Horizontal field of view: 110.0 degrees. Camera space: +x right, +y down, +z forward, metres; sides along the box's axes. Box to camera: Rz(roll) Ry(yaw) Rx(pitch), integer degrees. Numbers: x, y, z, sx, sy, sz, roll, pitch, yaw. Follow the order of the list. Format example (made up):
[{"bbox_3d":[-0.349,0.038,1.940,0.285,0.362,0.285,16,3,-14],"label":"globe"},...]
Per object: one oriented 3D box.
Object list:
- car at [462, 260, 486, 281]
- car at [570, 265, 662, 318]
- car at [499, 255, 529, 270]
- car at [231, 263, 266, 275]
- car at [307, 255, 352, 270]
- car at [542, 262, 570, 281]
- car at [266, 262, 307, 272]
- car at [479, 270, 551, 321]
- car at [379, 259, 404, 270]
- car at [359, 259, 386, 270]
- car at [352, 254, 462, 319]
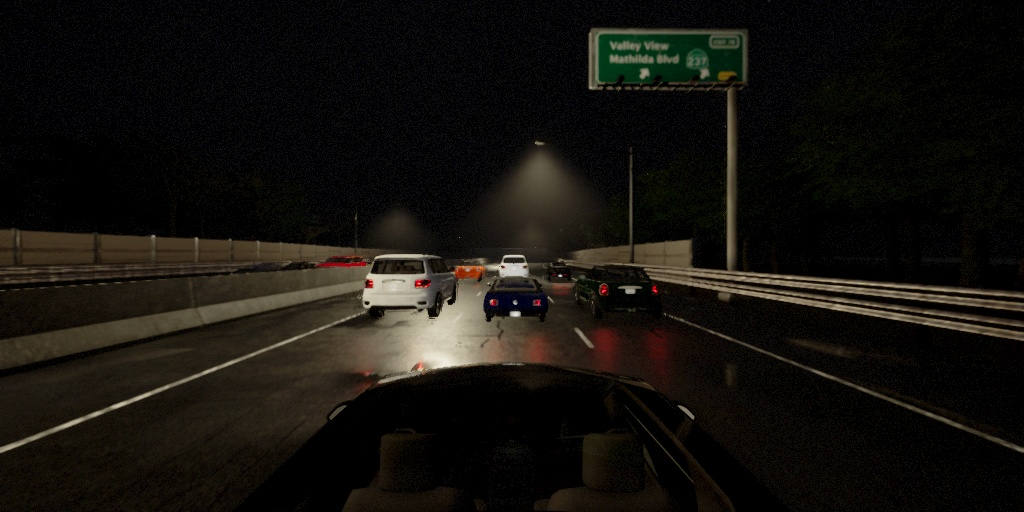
[{"bbox_3d":[-3.330,1.091,29.183,2.097,1.767,4.553,0,0,0],"label":"car"},{"bbox_3d":[3.610,1.099,13.040,2.097,1.767,4.553,0,0,0],"label":"car"},{"bbox_3d":[0.167,0.961,28.495,2.150,2.045,5.566,0,0,0],"label":"car"},{"bbox_3d":[-21.020,1.283,30.318,2.033,1.411,5.357,0,0,0],"label":"car"},{"bbox_3d":[-14.023,0.961,29.580,2.150,2.045,5.566,0,0,0],"label":"car"},{"bbox_3d":[3.673,1.245,29.569,1.837,1.490,4.892,0,0,0],"label":"car"},{"bbox_3d":[-17.522,1.241,29.559,1.837,1.490,4.892,0,0,0],"label":"car"},{"bbox_3d":[0.109,1.348,12.344,1.895,1.301,4.718,0,0,0],"label":"car"},{"bbox_3d":[-17.301,1.235,51.643,1.837,1.490,4.892,0,0,1],"label":"car"},{"bbox_3d":[-20.763,1.220,53.671,2.128,1.511,4.902,0,0,1],"label":"car"},{"bbox_3d":[-3.389,0.967,12.964,2.150,2.045,5.566,0,0,0],"label":"car"}]
